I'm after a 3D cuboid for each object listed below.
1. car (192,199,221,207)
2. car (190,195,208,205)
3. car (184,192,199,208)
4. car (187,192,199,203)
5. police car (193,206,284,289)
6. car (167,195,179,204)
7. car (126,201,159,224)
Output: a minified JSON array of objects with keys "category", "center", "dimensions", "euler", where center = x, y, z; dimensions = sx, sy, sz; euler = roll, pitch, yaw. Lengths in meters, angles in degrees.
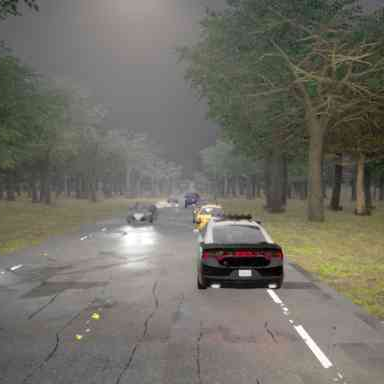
[{"category":"car","center":[1.090,1.431,19.328],"dimensions":[1.801,1.575,5.366],"euler":[0,0,0]},{"category":"car","center":[1.102,1.313,25.110],"dimensions":[2.097,1.767,4.553],"euler":[0,0,0]},{"category":"car","center":[0.110,1.106,45.873],"dimensions":[2.150,2.045,5.566],"euler":[0,0,0]},{"category":"car","center":[0.134,1.010,64.143],"dimensions":[2.150,2.045,5.566],"euler":[0,0,0]},{"category":"police car","center":[1.069,1.418,9.246],"dimensions":[1.930,1.638,5.238],"euler":[0,0,0]},{"category":"car","center":[-3.379,1.346,58.242],"dimensions":[1.812,1.442,4.674],"euler":[0,0,0]},{"category":"car","center":[-3.549,1.455,24.479],"dimensions":[2.128,1.511,4.902],"euler":[0,0,0]}]
